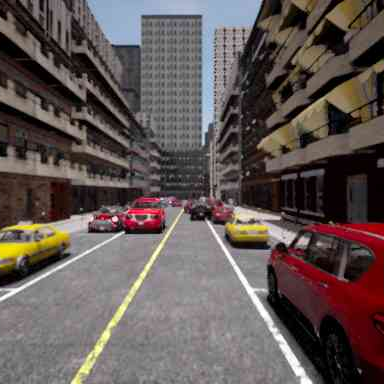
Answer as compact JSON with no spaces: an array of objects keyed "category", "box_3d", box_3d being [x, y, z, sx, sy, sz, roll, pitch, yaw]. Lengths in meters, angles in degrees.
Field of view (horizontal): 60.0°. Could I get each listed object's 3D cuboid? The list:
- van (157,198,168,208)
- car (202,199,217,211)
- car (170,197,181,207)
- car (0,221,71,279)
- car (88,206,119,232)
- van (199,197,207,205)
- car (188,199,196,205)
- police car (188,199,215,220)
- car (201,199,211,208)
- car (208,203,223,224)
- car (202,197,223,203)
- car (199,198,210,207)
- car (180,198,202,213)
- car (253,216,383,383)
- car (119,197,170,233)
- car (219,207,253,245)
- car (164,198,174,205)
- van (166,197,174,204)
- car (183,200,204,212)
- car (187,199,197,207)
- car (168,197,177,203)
[{"category":"van","box_3d":[-5.373,1.933,60.534,1.690,1.788,3.998,-1,-1,0]},{"category":"car","box_3d":[2.517,1.925,49.461,1.967,1.590,4.097,-1,-1,0]},{"category":"car","box_3d":[-2.827,2.093,62.842,1.882,1.535,5.008,0,-1,0]},{"category":"car","box_3d":[-5.332,1.629,10.422,1.752,1.417,4.829,-1,-1,0]},{"category":"car","box_3d":[-5.341,1.655,21.691,1.967,1.590,4.097,-1,-1,0]},{"category":"van","box_3d":[2.495,2.093,77.206,1.690,1.788,3.998,-1,-1,0]},{"category":"car","box_3d":[-0.062,2.329,81.189,1.994,1.385,4.181,0,-1,0]},{"category":"police car","box_3d":[0.801,1.737,31.617,1.930,1.638,5.238,0,-1,0]},{"category":"car","box_3d":[2.510,2.119,60.728,1.752,1.417,4.829,-1,-1,0]},{"category":"car","box_3d":[2.536,1.852,27.265,1.802,1.307,4.206,-1,-1,0]},{"category":"car","box_3d":[2.524,1.693,38.365,2.192,1.841,5.009,-1,-1,0]},{"category":"car","box_3d":[2.504,2.086,66.107,1.967,1.590,4.097,-1,-1,0]},{"category":"car","box_3d":[0.193,1.884,41.304,1.882,1.535,5.008,0,-1,-11]},{"category":"car","box_3d":[2.550,1.367,5.073,2.192,1.841,5.009,-1,-1,0]},{"category":"car","box_3d":[-2.866,1.434,21.433,2.150,2.045,5.566,0,-1,0]},{"category":"car","box_3d":[2.544,1.688,16.338,1.752,1.417,4.829,-1,-1,0]},{"category":"car","box_3d":[-5.384,2.191,77.180,1.967,1.590,4.097,-1,-1,0]},{"category":"van","box_3d":[-5.390,2.145,82.729,1.690,1.788,3.998,-1,-1,0]},{"category":"car","box_3d":[0.241,1.970,47.382,1.837,1.490,4.892,0,-1,15]},{"category":"car","box_3d":[-0.051,2.138,66.649,1.882,1.535,5.008,0,-1,0]},{"category":"car","box_3d":[-5.399,2.224,93.827,2.192,1.841,5.009,-1,-1,0]}]
